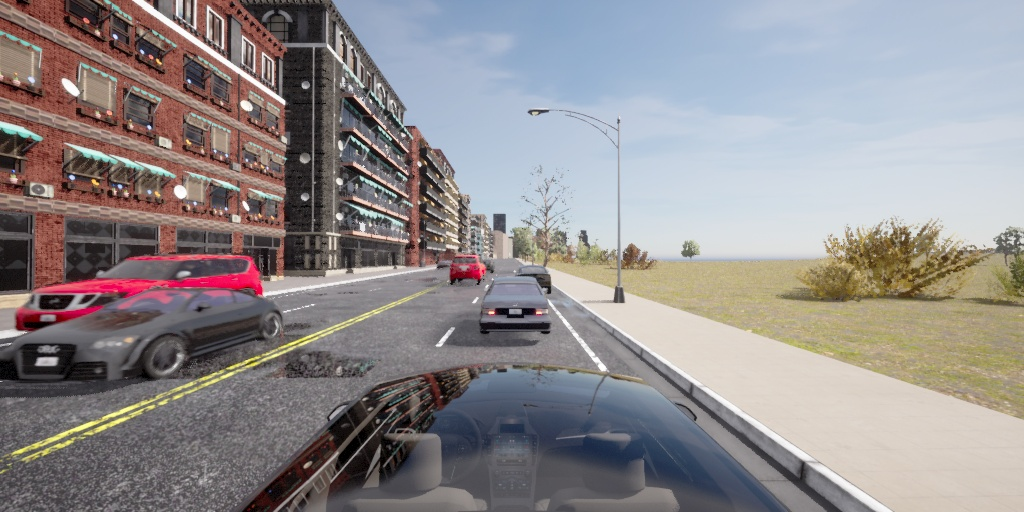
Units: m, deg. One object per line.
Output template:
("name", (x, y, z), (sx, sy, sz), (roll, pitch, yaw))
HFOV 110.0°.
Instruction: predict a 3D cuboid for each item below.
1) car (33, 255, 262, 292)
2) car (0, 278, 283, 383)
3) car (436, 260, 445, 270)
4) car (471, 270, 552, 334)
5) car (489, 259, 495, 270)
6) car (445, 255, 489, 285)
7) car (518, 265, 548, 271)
("car", (-9.861, 0.973, 10.382), (2.150, 2.045, 5.566), (0, 0, 0))
("car", (-6.605, 1.315, 7.083), (1.994, 1.385, 4.181), (0, 0, 0))
("car", (-9.896, 1.303, 53.475), (2.033, 1.411, 5.357), (0, 0, 0))
("car", (0.094, 1.300, 10.585), (2.033, 1.411, 5.357), (0, 0, 0))
("car", (-3.188, 1.110, 43.673), (2.097, 1.767, 4.553), (0, 0, 0))
("car", (-3.175, 0.975, 26.435), (2.150, 2.045, 5.566), (0, 0, 0))
("car", (1.118, 1.232, 20.348), (1.882, 1.535, 5.008), (0, 0, 0))
